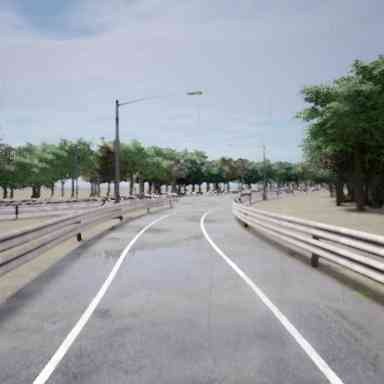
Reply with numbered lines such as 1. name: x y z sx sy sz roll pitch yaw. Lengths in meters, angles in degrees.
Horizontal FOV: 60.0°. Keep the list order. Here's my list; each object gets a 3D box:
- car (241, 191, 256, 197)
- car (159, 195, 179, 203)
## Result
1. car: 13.780 0.420 81.017 1.895 1.301 4.718 0 2 37
2. car: -4.257 1.180 56.869 1.812 1.442 4.674 0 2 37
